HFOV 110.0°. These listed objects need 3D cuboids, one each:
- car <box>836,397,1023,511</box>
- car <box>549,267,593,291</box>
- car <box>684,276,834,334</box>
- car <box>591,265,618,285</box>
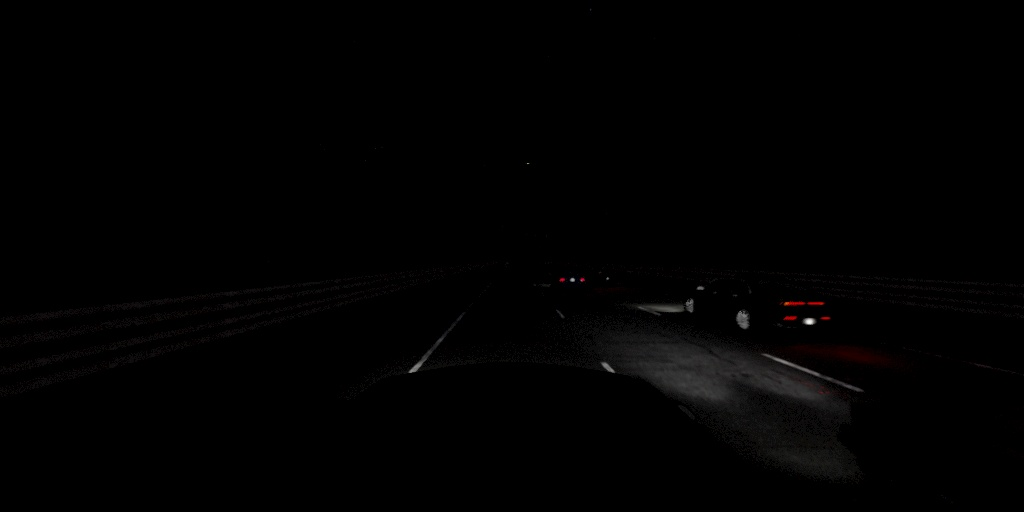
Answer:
[{"bbox_3d":[3.594,1.343,0.765,1.895,1.301,4.718,0,-1,0],"label":"car"},{"bbox_3d":[3.593,1.494,23.720,2.033,1.411,5.357,0,-1,0],"label":"car"},{"bbox_3d":[7.096,1.338,10.980,1.837,1.490,4.892,0,-1,0],"label":"car"},{"bbox_3d":[7.093,1.486,28.970,2.128,1.511,4.902,0,-1,0],"label":"car"}]
